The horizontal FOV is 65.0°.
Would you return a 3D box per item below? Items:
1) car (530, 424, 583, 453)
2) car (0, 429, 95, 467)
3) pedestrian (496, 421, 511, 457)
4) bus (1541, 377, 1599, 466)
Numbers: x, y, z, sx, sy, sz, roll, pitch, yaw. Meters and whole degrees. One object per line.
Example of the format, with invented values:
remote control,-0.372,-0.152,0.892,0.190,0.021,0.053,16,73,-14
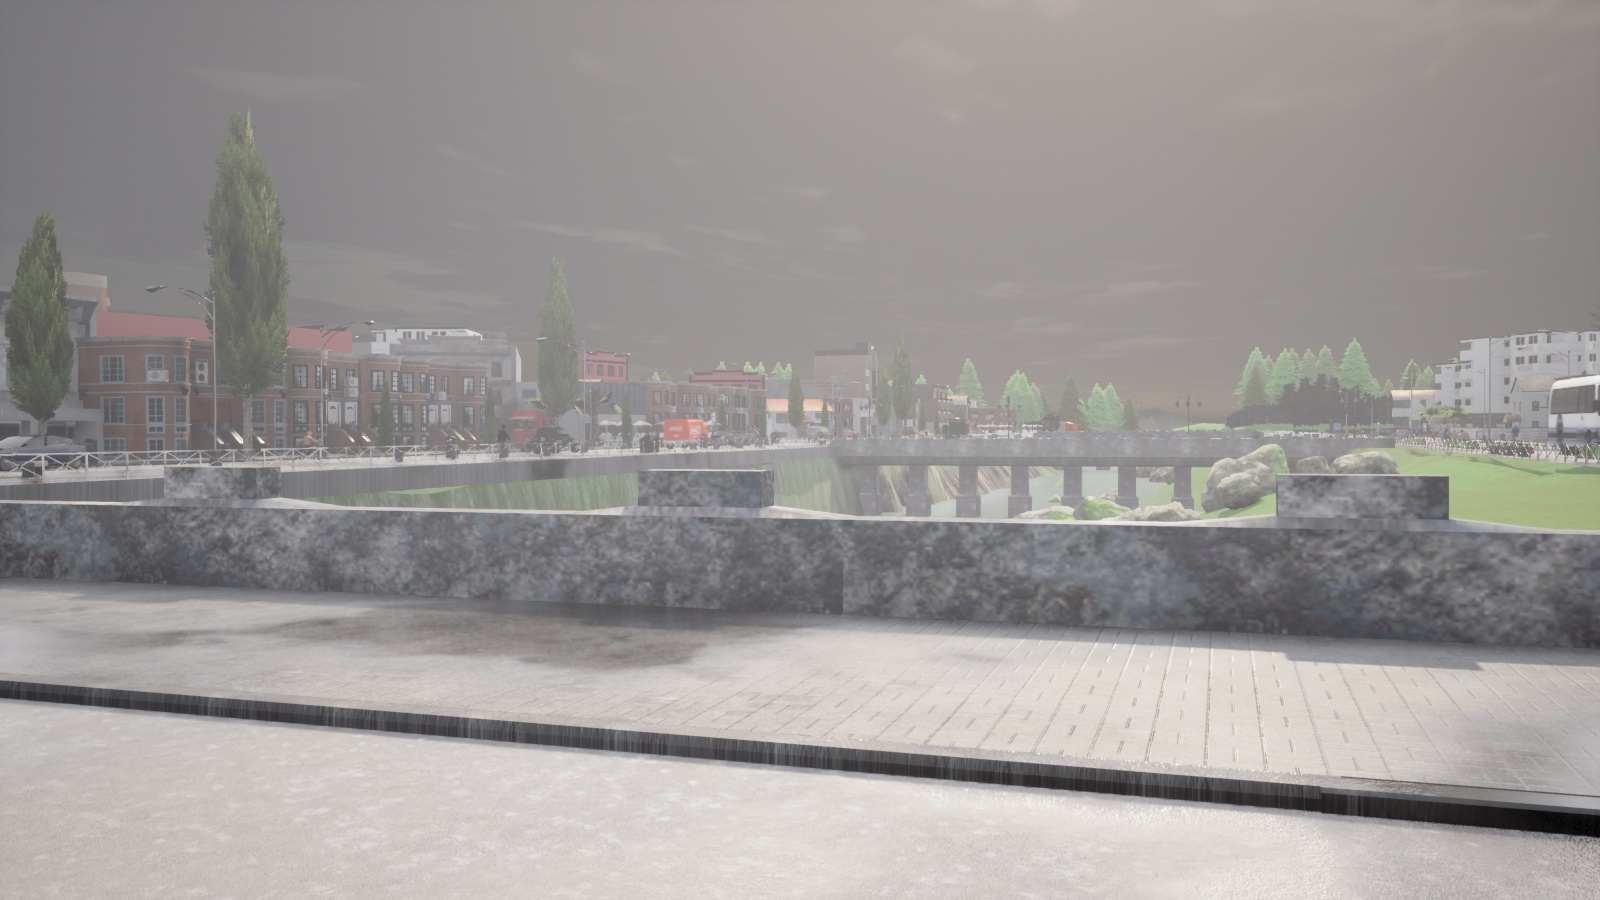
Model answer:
car,-16.473,-0.803,85.140,1.905,1.878,3.866,1,1,19
car,-31.916,-0.122,51.733,2.163,1.488,4.792,1,1,19
pedestrian,-15.401,-0.566,65.239,0.431,1.840,0.703,1,1,28
bus,41.740,-1.430,64.752,3.944,4.253,10.273,1,1,19
